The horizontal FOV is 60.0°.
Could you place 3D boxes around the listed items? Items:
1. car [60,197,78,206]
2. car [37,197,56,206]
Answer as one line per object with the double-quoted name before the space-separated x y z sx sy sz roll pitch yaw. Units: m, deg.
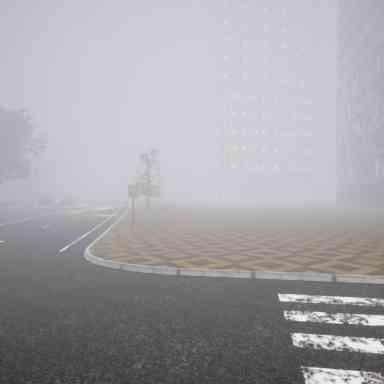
"car" -18.987 1.447 51.555 1.994 1.385 4.181 0 0 -10
"car" -22.187 1.421 50.983 1.994 1.385 4.181 0 0 -10
